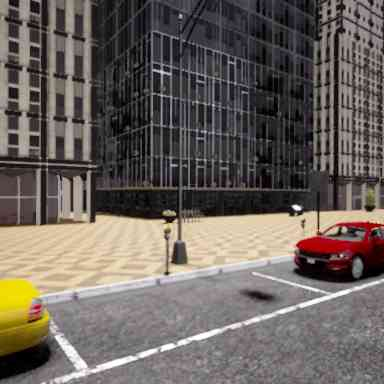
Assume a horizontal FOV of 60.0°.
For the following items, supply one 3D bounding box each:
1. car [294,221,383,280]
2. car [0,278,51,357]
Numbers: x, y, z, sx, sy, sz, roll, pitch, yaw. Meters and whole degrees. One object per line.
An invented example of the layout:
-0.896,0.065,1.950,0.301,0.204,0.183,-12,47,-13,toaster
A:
4.975,1.590,10.085,4.507,1.381,1.887,0,0,-35,car
-4.187,1.519,3.581,4.829,1.417,1.752,0,0,-35,car
